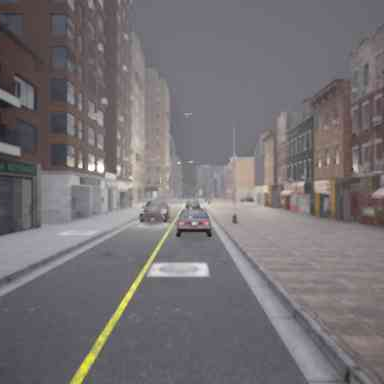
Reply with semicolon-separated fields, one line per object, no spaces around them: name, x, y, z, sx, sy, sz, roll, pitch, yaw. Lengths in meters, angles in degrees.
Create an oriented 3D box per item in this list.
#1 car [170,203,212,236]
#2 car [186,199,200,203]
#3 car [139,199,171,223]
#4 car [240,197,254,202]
car;0.103;1.579;18.556;2.033;1.411;5.357;0;0;0
car;0.103;1.637;43.882;1.994;1.385;4.181;0;0;0
car;-2.810;1.395;26.090;2.097;1.767;4.553;0;0;0
car;13.226;1.820;76.216;4.313;1.339;1.947;0;-1;0
